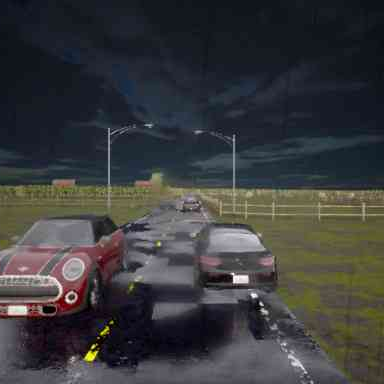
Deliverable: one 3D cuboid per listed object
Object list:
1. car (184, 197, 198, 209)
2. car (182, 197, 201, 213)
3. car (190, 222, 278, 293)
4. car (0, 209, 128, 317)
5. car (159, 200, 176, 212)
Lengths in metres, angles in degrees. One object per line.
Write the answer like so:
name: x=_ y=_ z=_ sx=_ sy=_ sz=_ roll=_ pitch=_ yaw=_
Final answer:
car: x=-0.115 y=1.469 z=46.986 sx=1.882 sy=1.535 sz=5.008 roll=0 pitch=0 yaw=0
car: x=-0.040 y=1.486 z=36.574 sx=2.128 sy=1.511 sz=4.902 roll=0 pitch=0 yaw=0
car: x=0.938 y=1.526 z=8.736 sx=1.812 sy=1.442 sz=4.674 roll=0 pitch=0 yaw=0
car: x=-2.871 y=1.352 z=7.706 sx=2.097 sy=1.767 sz=4.553 roll=0 pitch=0 yaw=0
car: x=-2.869 y=1.594 z=39.308 sx=1.895 sy=1.301 sz=4.718 roll=0 pitch=0 yaw=0
